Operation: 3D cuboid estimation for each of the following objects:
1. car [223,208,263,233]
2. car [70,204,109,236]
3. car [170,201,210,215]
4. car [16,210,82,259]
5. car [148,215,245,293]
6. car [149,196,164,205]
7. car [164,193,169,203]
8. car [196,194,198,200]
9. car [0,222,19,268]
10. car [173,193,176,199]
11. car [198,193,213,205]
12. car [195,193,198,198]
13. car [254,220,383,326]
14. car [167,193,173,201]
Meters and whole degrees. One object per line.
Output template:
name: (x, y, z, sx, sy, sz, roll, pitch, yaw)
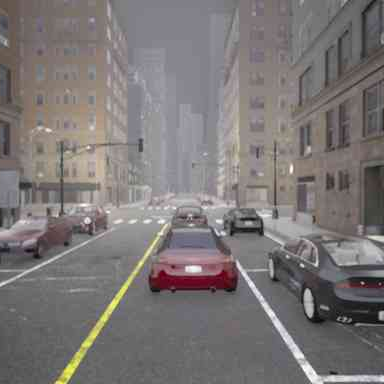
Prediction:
car: (2.697, 1.525, 17.956, 1.947, 1.339, 4.313, 0, 0, -1)
car: (-5.829, 1.398, 17.879, 1.967, 1.590, 4.097, 0, 0, -1)
car: (-0.122, 1.464, 17.853, 1.837, 1.490, 4.892, 0, 0, 0)
car: (-5.779, 1.552, 12.378, 1.802, 1.307, 4.206, 0, 0, -1)
car: (0.003, 1.543, 8.818, 1.994, 1.385, 4.181, 0, 0, -1)
car: (-6.129, 1.490, 54.981, 1.802, 1.307, 4.206, 0, 0, 0)
car: (-6.207, 1.453, 65.797, 2.008, 1.369, 4.403, 0, 0, 0)
car: (2.318, 1.454, 65.862, 2.008, 1.369, 4.403, 0, 0, 0)
car: (-5.729, 1.549, 6.877, 1.947, 1.339, 4.313, 0, 0, -1)
car: (-6.404, 1.241, 92.840, 2.192, 1.841, 5.009, 0, 0, 0)
car: (2.395, 1.349, 55.045, 1.967, 1.590, 4.097, 0, 0, 0)
car: (2.239, 1.347, 76.680, 1.967, 1.590, 4.097, 0, 0, 0)
car: (2.796, 1.535, 6.954, 2.008, 1.369, 4.403, 0, 0, -1)
car: (-6.323, 1.435, 81.853, 1.752, 1.417, 4.829, 0, 0, 0)
